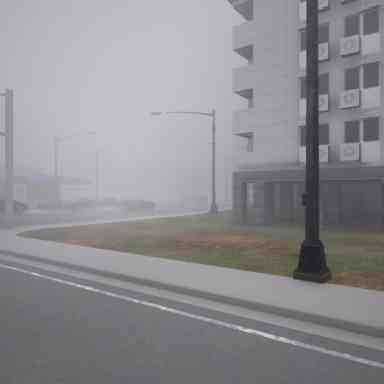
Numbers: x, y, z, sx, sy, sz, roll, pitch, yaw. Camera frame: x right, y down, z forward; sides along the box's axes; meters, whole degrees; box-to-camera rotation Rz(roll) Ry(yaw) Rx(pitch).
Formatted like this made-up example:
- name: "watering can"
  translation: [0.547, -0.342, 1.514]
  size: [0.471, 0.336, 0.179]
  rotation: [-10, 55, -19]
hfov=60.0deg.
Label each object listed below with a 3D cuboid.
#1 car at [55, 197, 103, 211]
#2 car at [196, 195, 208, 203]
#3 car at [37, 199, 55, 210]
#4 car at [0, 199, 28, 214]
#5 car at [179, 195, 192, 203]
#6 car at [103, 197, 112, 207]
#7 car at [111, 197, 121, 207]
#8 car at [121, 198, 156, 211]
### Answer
- name: "car"
  translation: [-14.045, 1.491, 41.572]
  size: [2.128, 1.511, 4.902]
  rotation: [0, 0, 30]
- name: "car"
  translation: [2.049, 1.353, 69.977]
  size: [2.097, 1.767, 4.553]
  rotation: [0, 0, -8]
- name: "car"
  translation: [-17.560, 1.564, 42.491]
  size: [1.994, 1.385, 4.181]
  rotation: [0, 0, 31]
- name: "car"
  translation: [-19.348, 1.478, 33.714]
  size: [1.882, 1.535, 5.008]
  rotation: [0, 0, 36]
- name: "car"
  translation: [-1.401, 1.351, 69.742]
  size: [2.097, 1.767, 4.553]
  rotation: [0, 0, -8]
- name: "car"
  translation: [-13.337, 1.478, 51.662]
  size: [1.882, 1.535, 5.008]
  rotation: [0, 0, 16]
- name: "car"
  translation: [-9.911, 1.601, 50.860]
  size: [1.895, 1.301, 4.718]
  rotation: [0, 0, 16]
- name: "car"
  translation: [-6.242, 1.564, 40.869]
  size: [1.994, 1.385, 4.181]
  rotation: [0, 0, 27]
